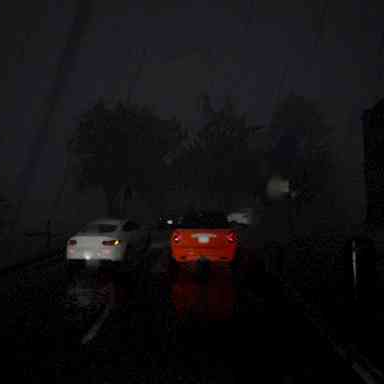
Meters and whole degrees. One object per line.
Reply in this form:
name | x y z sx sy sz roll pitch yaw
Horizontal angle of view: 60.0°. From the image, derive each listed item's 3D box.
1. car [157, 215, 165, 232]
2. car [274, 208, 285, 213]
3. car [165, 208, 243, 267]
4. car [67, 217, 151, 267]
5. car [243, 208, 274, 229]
car | -0.642 1.845 21.797 1.994 1.385 4.181 -2 -3 20
car | 19.026 4.365 77.088 4.902 1.511 2.128 -4 -6 41
car | 0.532 1.423 11.862 2.097 1.767 4.553 0 0 5
car | -2.745 1.618 11.735 1.812 1.442 4.674 0 -1 5
car | 4.066 1.862 23.659 1.812 1.442 4.674 -3 -4 30
